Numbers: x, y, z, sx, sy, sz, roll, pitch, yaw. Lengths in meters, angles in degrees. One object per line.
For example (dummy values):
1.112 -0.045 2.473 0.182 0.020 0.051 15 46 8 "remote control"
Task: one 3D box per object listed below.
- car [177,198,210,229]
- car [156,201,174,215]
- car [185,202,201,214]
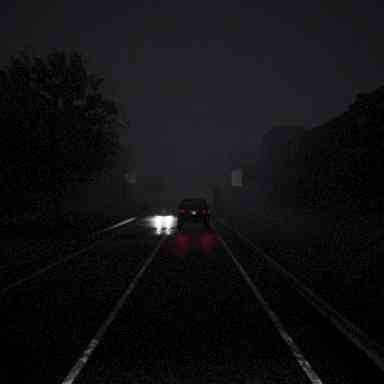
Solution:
0.121 1.481 23.868 2.150 2.045 5.566 0 -1 0 "car"
-3.057 1.849 38.253 2.128 1.511 4.902 0 0 0 "car"
0.137 1.972 42.077 1.895 1.301 4.718 0 0 0 "car"
